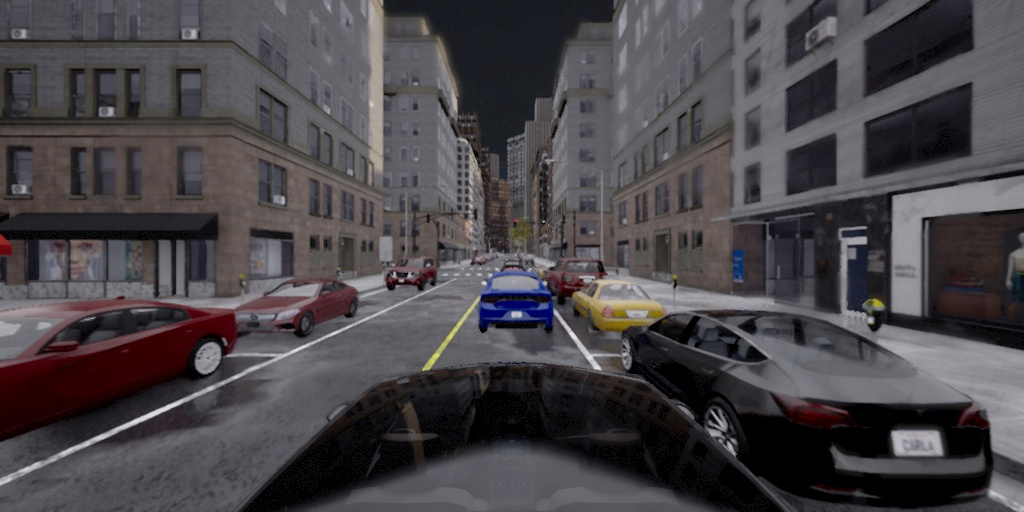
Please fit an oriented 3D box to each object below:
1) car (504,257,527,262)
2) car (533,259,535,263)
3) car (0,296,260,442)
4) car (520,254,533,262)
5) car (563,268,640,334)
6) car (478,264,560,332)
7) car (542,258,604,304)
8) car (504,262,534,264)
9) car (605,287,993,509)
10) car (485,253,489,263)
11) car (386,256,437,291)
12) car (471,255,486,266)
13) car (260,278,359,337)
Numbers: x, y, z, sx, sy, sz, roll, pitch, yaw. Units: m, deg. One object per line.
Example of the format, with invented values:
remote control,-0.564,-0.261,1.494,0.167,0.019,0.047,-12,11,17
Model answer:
car,0.052,1.081,29.156,1.837,1.490,4.892,0,0,0
car,2.767,1.120,26.909,1.751,1.417,4.829,0,0,0
car,-5.762,1.282,4.536,1.888,1.381,4.507,0,0,0
car,2.774,0.852,58.844,2.007,1.370,4.403,0,0,0
car,2.764,1.231,10.250,1.751,1.417,4.829,0,0,0
car,0.079,1.180,10.674,1.882,1.535,5.008,0,0,-1
car,2.765,0.987,15.634,2.192,1.841,5.009,0,0,0
car,0.096,1.208,19.935,1.994,1.385,4.181,0,0,0
car,2.763,1.303,4.528,1.948,1.339,4.313,0,0,0
car,-5.750,0.683,64.278,1.967,1.591,4.097,0,0,0
car,-5.759,0.950,21.194,2.192,1.841,5.009,0,0,0
car,-5.751,0.847,58.853,1.888,1.381,4.507,0,0,0
car,-5.761,1.288,10.088,1.802,1.307,4.207,0,0,0
